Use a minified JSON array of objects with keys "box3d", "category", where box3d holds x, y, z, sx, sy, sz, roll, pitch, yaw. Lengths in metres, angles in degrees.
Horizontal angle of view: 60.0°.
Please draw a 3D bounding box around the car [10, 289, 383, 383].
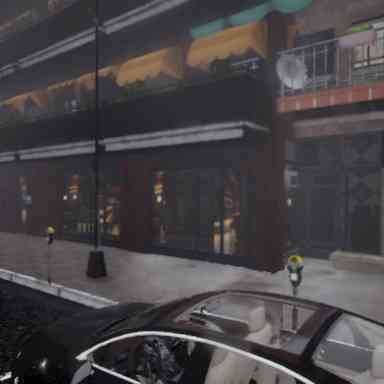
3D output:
[{"box3d":[0.222,1.544,2.716,4.403,1.369,2.008,0,0,36],"category":"car"}]
